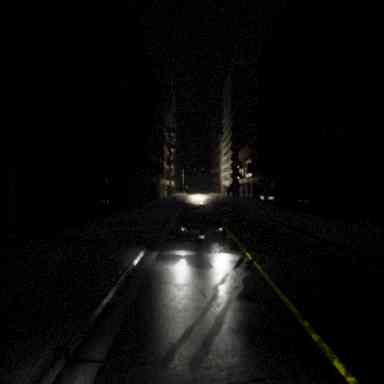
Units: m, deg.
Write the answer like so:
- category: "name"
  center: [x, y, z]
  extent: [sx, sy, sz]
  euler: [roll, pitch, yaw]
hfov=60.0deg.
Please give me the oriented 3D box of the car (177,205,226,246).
- category: "car"
  center: [0.374, 1.326, 14.410]
  extent: [1.812, 1.442, 4.674]
  euler: [0, 1, 0]
